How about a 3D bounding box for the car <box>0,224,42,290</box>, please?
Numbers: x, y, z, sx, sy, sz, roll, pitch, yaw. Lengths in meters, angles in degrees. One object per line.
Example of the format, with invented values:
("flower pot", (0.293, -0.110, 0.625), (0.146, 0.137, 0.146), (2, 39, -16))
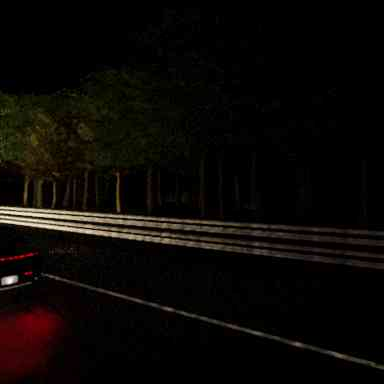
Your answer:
("car", (-5.568, 1.492, 8.127), (4.892, 1.490, 1.837), (1, 0, 37))
